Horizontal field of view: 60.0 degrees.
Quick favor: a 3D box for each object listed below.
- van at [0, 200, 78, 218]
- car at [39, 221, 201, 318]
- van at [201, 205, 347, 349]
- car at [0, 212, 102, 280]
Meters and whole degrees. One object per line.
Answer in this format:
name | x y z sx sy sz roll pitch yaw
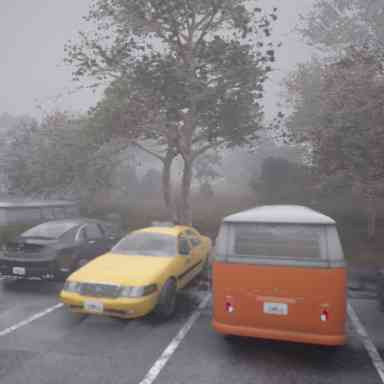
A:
van | -5.531 1.298 11.524 1.878 1.987 4.442 0 -1 16
car | -0.814 1.495 7.804 1.946 1.575 5.366 0 -1 16
van | 1.658 1.268 6.386 1.878 1.987 4.442 0 -1 16
car | -3.166 1.511 9.690 2.231 1.521 4.892 0 -1 16
